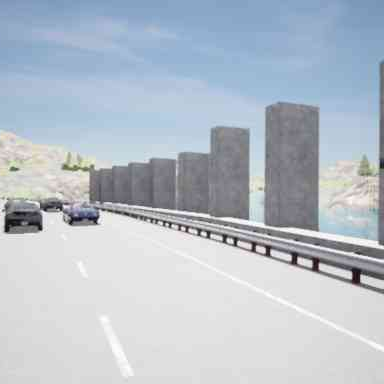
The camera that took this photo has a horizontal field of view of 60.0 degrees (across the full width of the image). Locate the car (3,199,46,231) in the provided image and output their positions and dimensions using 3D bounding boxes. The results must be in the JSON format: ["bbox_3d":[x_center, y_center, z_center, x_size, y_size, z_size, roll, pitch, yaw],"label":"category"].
[{"bbox_3d":[-9.998,1.395,19.789,1.837,1.490,4.892,0,0,-27],"label":"car"}]

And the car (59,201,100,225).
[{"bbox_3d":[-7.901,1.491,23.367,1.895,1.301,4.718,0,0,-28],"label":"car"}]

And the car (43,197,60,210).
[{"bbox_3d":[-15.350,1.320,36.114,1.837,1.490,4.892,0,1,-32],"label":"car"}]
